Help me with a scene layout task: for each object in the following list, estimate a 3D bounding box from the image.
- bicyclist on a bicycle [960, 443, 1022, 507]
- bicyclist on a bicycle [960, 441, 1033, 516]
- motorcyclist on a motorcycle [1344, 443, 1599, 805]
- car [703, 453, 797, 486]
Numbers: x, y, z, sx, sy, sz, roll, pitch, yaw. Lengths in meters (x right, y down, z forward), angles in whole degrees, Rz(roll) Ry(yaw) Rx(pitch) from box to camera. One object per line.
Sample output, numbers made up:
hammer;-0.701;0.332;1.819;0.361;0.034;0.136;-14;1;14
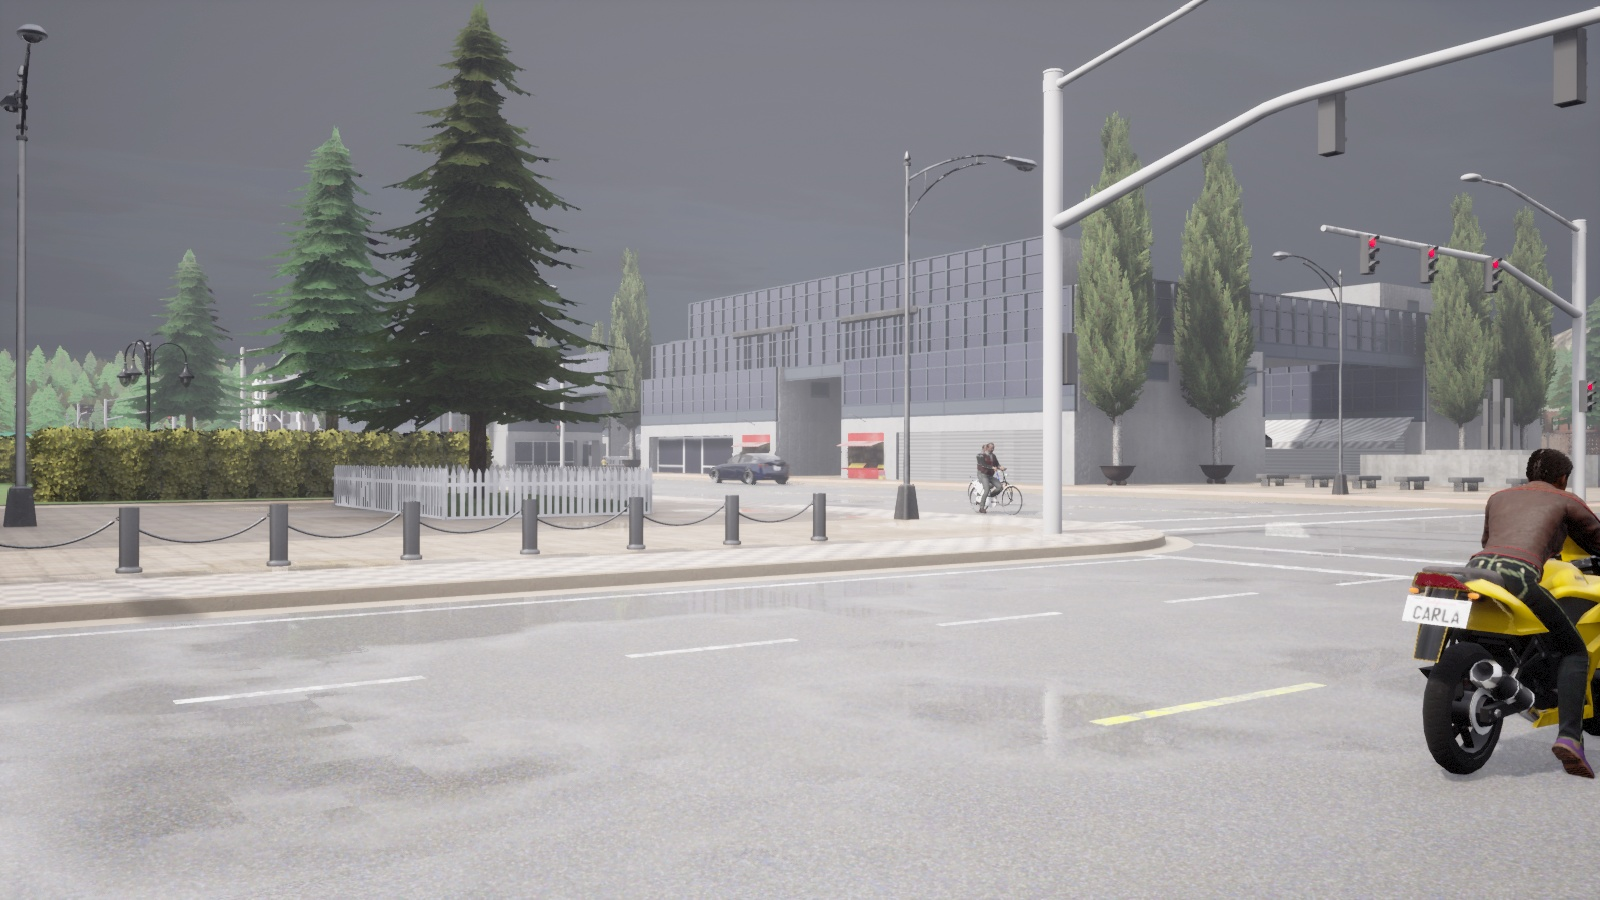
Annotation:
bicyclist on a bicycle;5.441;0.692;35.879;0.659;1.776;1.843;0;0;-35
bicyclist on a bicycle;4.793;0.680;30.691;0.659;1.776;1.843;0;0;-35
motorcyclist on a motorcycle;3.643;0.734;6.198;2.044;1.523;0.797;0;0;-35
car;-2.406;0.895;59.359;2.163;1.488;4.792;0;0;-35
